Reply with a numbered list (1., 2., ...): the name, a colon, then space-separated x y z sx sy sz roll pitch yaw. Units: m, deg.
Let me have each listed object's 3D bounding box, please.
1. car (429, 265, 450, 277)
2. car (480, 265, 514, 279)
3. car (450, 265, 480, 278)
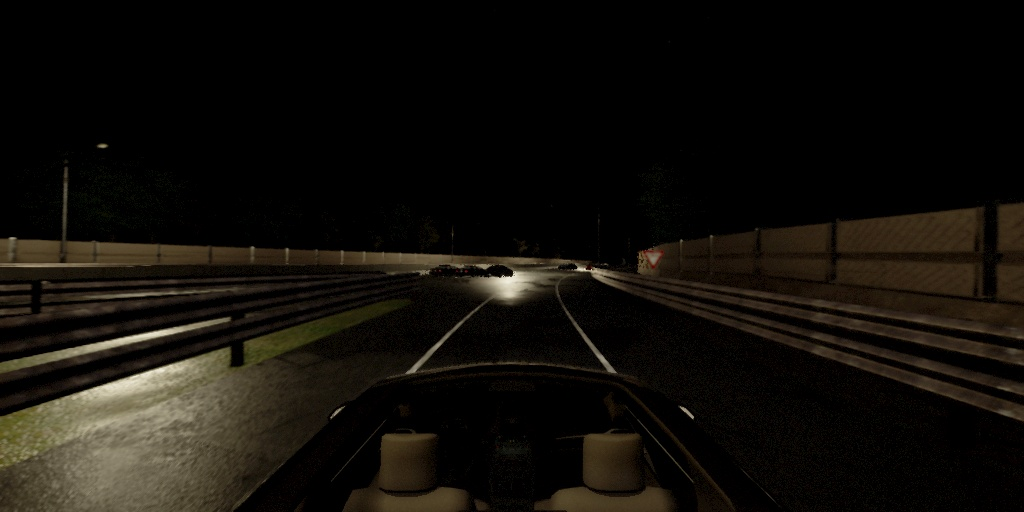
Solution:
1. car: -7.790 1.804 43.580 2.033 1.411 5.357 0 -1 24
2. car: -1.395 1.772 40.730 1.837 1.490 4.892 0 -1 24
3. car: -4.597 1.809 42.145 2.033 1.411 5.357 0 -1 24
